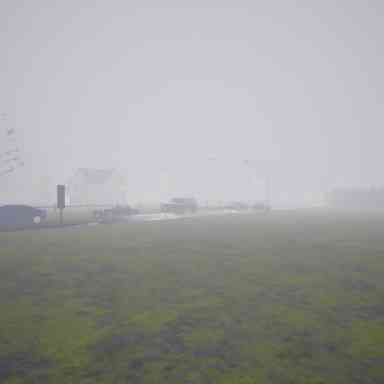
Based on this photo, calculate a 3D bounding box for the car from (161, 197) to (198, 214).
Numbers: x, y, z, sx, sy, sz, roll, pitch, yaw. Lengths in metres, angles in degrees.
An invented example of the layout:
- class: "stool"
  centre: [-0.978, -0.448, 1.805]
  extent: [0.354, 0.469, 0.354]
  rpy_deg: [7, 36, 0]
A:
- class: "car"
  centre: [-1.499, 1.698, 42.041]
  extent: [2.150, 2.045, 5.566]
  rpy_deg: [1, 0, 37]

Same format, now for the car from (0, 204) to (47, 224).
- class: "car"
  centre: [-13.561, 1.671, 25.125]
  extent: [1.882, 1.535, 5.008]
  rpy_deg: [1, 0, 35]

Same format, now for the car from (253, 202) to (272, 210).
- class: "car"
  centre: [11.881, 2.319, 55.797]
  extent: [1.994, 1.385, 4.181]
  rpy_deg: [1, 0, 35]

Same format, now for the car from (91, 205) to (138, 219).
- class: "car"
  centre: [-7.679, 1.934, 33.398]
  extent: [1.895, 1.301, 4.718]
  rpy_deg: [1, 0, 35]

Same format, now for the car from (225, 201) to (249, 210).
- class: "car"
  centre: [7.426, 2.224, 54.458]
  extent: [2.033, 1.411, 5.357]
  rpy_deg: [1, 0, 36]
